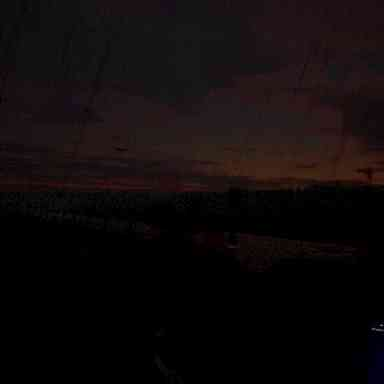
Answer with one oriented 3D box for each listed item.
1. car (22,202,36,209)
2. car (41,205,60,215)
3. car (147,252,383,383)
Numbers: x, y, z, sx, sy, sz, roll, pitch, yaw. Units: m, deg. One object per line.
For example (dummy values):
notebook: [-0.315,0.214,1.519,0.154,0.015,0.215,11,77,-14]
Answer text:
car: [-38.485,3.420,79.453,2.033,1.411,5.357,0,-2,-34]
car: [-20.774,2.609,48.670,2.128,1.511,4.902,0,-1,-34]
car: [1.716,1.563,4.164,4.674,1.442,1.812,1,0,-35]
